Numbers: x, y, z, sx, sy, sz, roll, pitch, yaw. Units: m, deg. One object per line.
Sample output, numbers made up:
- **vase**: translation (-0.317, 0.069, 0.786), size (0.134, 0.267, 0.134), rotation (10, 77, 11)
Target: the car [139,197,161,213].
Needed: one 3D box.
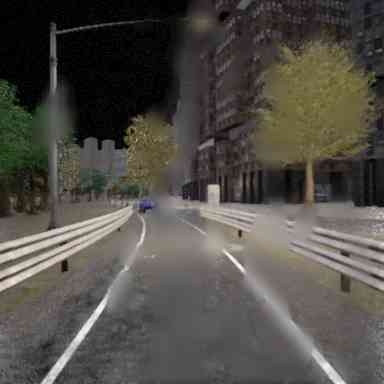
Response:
- **car**: translation (-5.506, 1.645, 43.118), size (2.150, 2.045, 5.566), rotation (-1, 0, -16)
